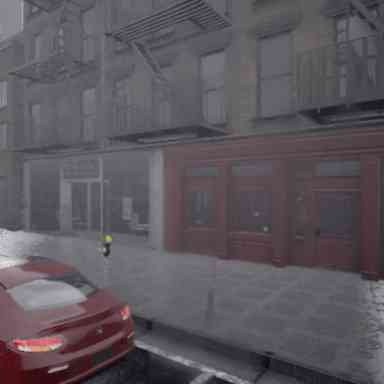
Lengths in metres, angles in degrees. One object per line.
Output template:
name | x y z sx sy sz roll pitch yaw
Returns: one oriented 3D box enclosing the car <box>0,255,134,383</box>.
car | -2.636 1.569 4.692 4.206 1.307 1.802 0 0 36
